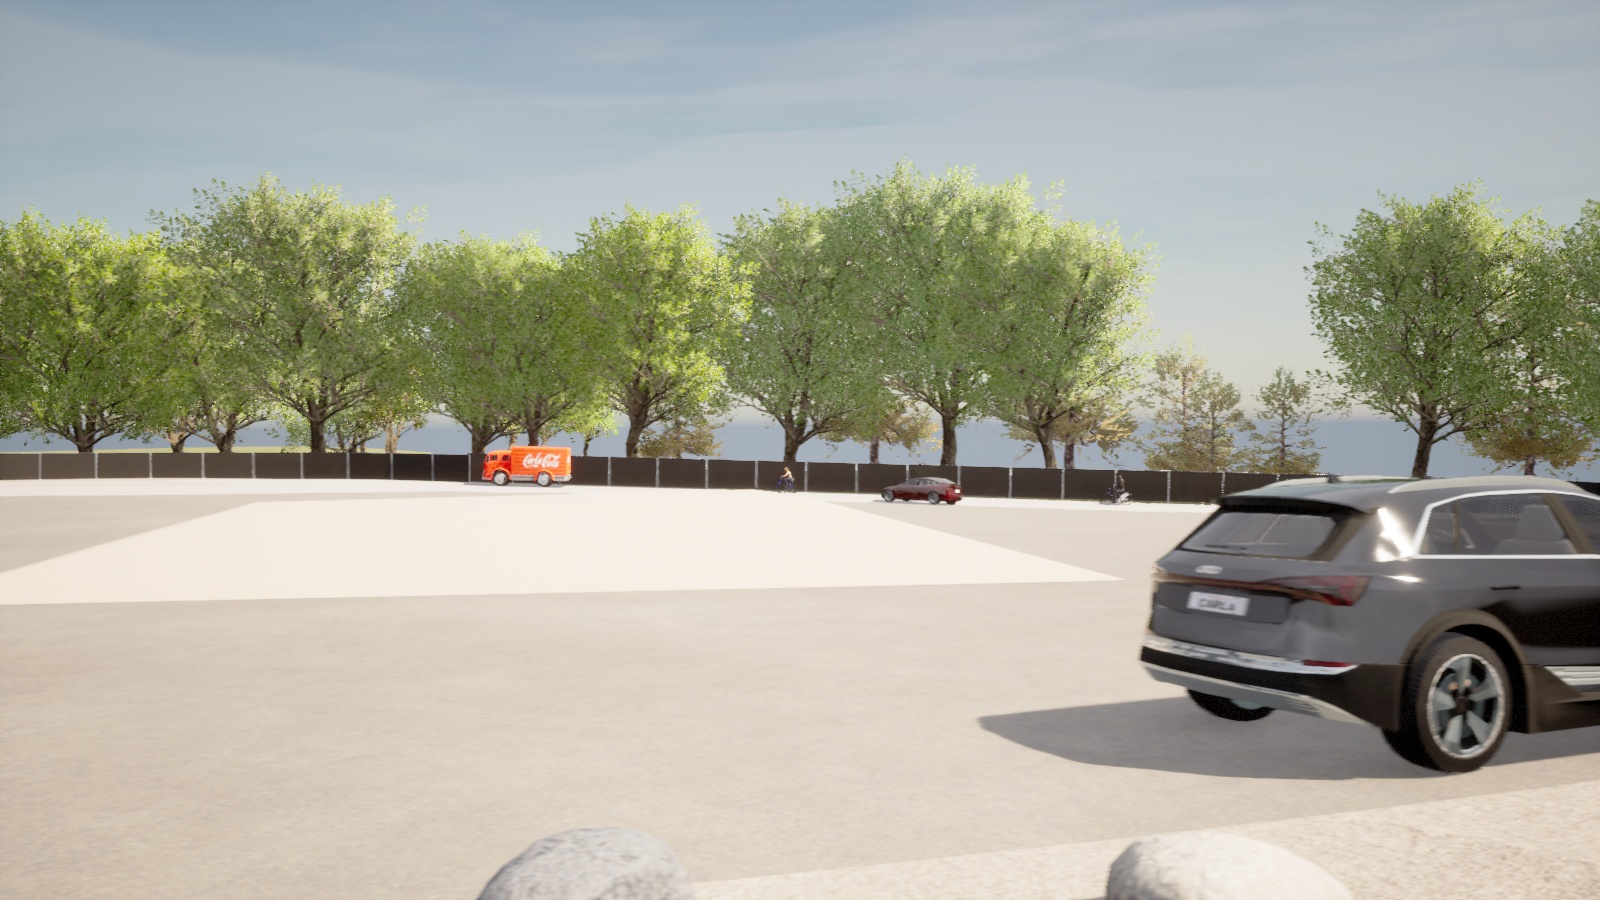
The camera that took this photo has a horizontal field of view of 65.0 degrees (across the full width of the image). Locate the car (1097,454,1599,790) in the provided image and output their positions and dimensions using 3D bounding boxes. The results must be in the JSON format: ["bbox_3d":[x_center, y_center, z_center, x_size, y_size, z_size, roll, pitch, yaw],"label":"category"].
[{"bbox_3d":[4.591,0.873,8.213,4.856,1.649,2.033,-1,-1,-23],"label":"car"}]

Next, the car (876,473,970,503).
[{"bbox_3d":[6.832,2.081,69.753,4.792,1.488,2.163,1,1,39],"label":"car"}]

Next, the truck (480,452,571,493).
[{"bbox_3d":[-16.912,1.370,77.673,5.204,2.467,2.627,0,1,-4],"label":"truck"}]
